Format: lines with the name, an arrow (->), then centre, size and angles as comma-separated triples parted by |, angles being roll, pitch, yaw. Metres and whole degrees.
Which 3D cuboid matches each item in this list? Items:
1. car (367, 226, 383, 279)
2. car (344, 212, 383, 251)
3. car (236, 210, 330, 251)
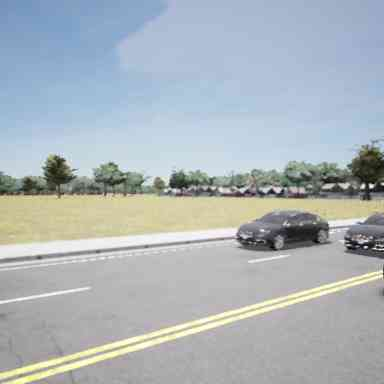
car -> 6.336, 1.579, 7.953 | 4.674, 1.442, 1.812 | 0, 0, -36
car -> 8.083, 1.585, 13.436 | 4.892, 1.490, 1.837 | 0, 0, -35
car -> 4.073, 1.570, 14.569 | 4.892, 1.490, 1.837 | 0, 0, -35
